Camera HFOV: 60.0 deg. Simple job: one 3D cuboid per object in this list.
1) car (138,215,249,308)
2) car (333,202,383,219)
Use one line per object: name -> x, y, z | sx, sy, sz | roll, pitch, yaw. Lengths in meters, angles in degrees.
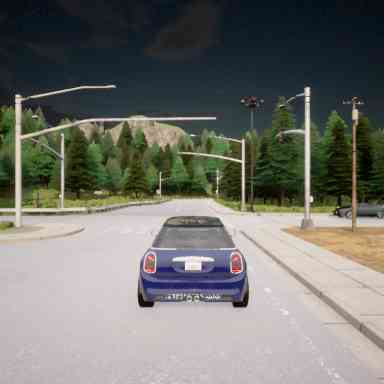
car -> 0.038, 1.348, 8.112 | 2.097, 1.767, 4.553 | 0, 0, 0
car -> 14.503, 1.591, 28.738 | 4.181, 1.385, 1.994 | 0, 0, 1
